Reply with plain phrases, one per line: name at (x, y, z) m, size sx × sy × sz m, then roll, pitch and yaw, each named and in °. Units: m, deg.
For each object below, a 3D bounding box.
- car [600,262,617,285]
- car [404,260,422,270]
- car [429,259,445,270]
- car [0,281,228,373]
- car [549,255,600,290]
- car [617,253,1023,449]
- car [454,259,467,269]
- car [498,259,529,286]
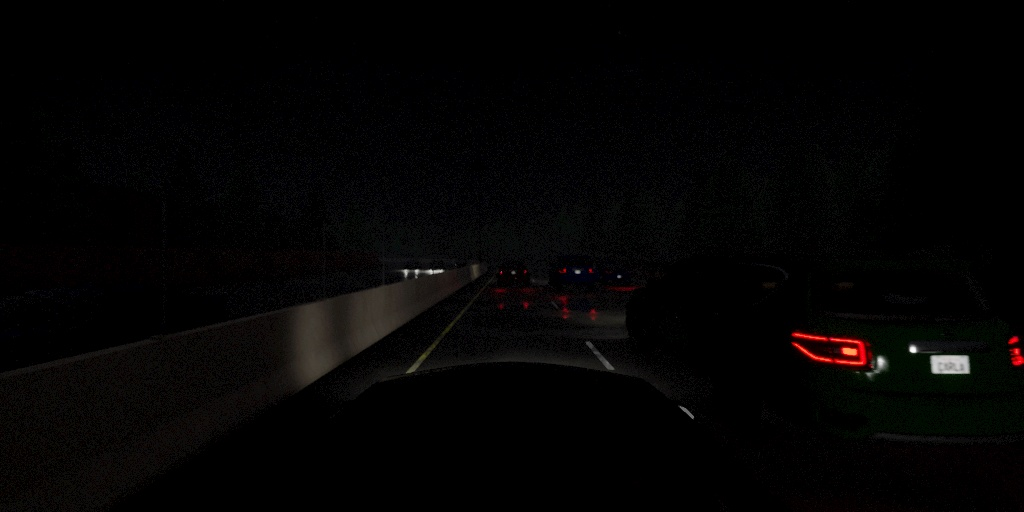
car at (7.096, 1.216, 26.203) m, size 1.882 × 1.535 × 5.008 m, roll 0°, pitch 0°, yaw 0°
car at (-14.540, 1.253, 52.812) m, size 1.812 × 1.442 × 4.674 m, roll 0°, pitch 0°, yaw -6°
car at (-11.055, 1.219, 53.093) m, size 2.128 × 1.511 × 4.902 m, roll 0°, pitch 0°, yaw -6°
car at (-7.102, 1.226, 5.681) m, size 1.882 × 1.535 × 5.008 m, roll 0°, pitch 0°, yaw 0°
car at (3.595, 0.963, 22.230) m, size 2.150 × 2.045 × 5.566 m, roll 0°, pitch 0°, yaw 0°
car at (3.599, 0.972, 5.629) m, size 2.150 × 2.045 × 5.566 m, roll 0°, pitch 0°, yaw 0°
car at (-7.569, 1.205, 53.366) m, size 1.882 × 1.535 × 5.008 m, roll 0°, pitch 0°, yaw -5°
car at (0.095, 1.093, 25.193) m, size 2.097 × 1.767 × 4.553 m, roll 0°, pitch 0°, yaw 0°
